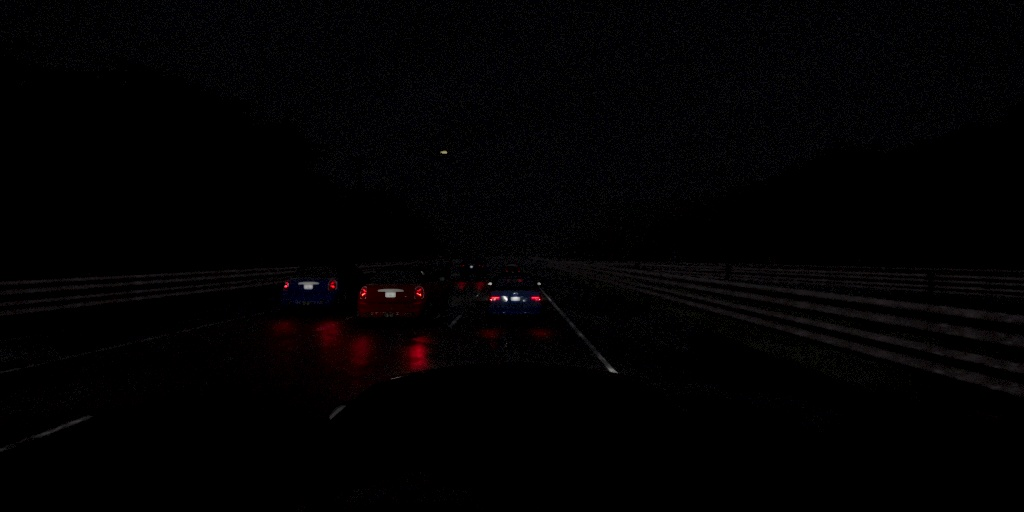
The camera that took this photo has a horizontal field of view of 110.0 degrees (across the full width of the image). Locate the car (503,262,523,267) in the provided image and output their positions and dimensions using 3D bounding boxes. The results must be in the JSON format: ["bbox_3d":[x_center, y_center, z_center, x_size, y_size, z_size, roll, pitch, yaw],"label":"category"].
[{"bbox_3d":[0.097,1.303,34.357,1.812,1.442,4.674,0,0,0],"label":"car"}]

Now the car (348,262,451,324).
[{"bbox_3d":[-3.402,1.108,12.176,2.097,1.767,4.553,0,0,0],"label":"car"}]

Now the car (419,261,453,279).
[{"bbox_3d":[-6.900,1.262,33.233,2.128,1.511,4.902,0,0,0],"label":"car"}]

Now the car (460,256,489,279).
[{"bbox_3d":[-3.403,0.997,32.658,2.150,2.045,5.566,0,0,0],"label":"car"}]

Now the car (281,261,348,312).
[{"bbox_3d":[-6.905,1.095,14.288,2.097,1.767,4.553,0,-1,0],"label":"car"}]

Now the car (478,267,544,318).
[{"bbox_3d":[0.100,1.304,13.019,2.033,1.411,5.357,0,0,0],"label":"car"}]

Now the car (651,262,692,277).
[{"bbox_3d":[16.822,1.408,38.053,2.163,1.488,4.792,0,0,-17],"label":"car"}]
